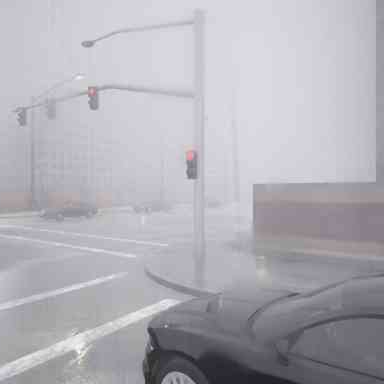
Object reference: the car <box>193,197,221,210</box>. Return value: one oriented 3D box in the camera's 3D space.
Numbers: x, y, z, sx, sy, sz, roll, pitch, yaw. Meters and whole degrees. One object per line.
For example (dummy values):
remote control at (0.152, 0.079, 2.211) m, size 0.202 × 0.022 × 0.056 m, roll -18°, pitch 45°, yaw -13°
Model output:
car at (2.025, 1.478, 44.009) m, size 1.882 × 1.535 × 5.008 m, roll 0°, pitch 0°, yaw 36°

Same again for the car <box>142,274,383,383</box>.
car at (1.759, 1.478, 2.751) m, size 5.008 × 1.535 × 1.882 m, roll 0°, pitch 0°, yaw 37°

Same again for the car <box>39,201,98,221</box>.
car at (-10.075, 1.491, 27.417) m, size 2.128 × 1.511 × 4.902 m, roll 0°, pitch 0°, yaw 34°

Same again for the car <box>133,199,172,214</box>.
car at (-4.146, 1.505, 35.555) m, size 1.837 × 1.490 × 4.892 m, roll 0°, pitch 0°, yaw 36°
